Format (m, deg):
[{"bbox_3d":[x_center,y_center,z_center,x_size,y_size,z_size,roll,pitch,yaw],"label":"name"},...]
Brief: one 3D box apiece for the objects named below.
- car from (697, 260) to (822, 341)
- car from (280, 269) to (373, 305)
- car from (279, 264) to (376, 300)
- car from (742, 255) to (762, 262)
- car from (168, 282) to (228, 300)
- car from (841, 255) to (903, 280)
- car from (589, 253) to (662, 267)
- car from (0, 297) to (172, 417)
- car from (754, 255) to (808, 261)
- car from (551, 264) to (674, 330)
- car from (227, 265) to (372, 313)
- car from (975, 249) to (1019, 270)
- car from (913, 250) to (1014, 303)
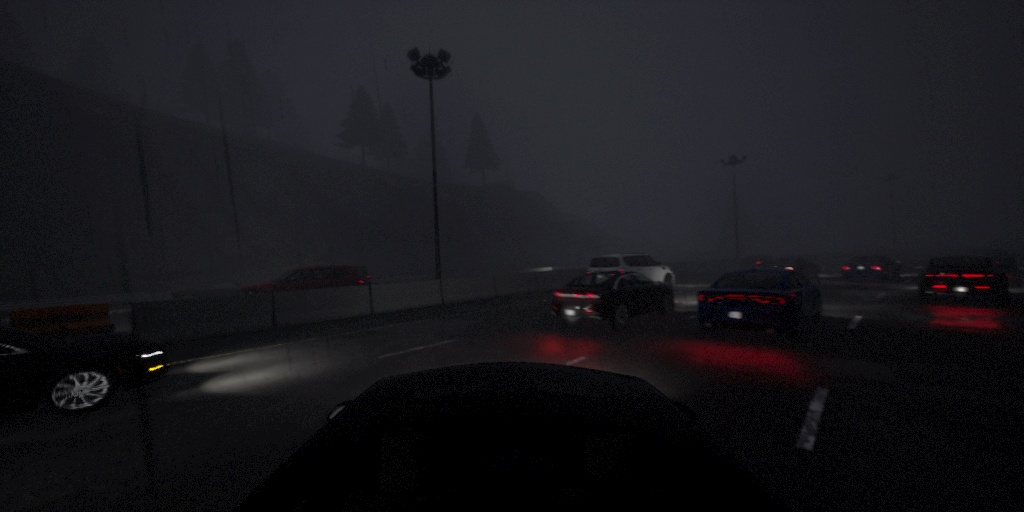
[{"bbox_3d":[6.514,1.035,9.284,5.008,1.535,1.882,-2,-1,-43],"label":"car"},{"bbox_3d":[-11.105,1.757,21.703,4.553,1.767,2.097,-2,-1,-44],"label":"car"},{"bbox_3d":[-12.734,1.727,25.054,5.566,2.045,2.150,-2,-1,-44],"label":"car"},{"bbox_3d":[20.218,0.683,28.814,4.902,1.511,2.128,-2,-1,-34],"label":"car"},{"bbox_3d":[-19.269,2.359,23.444,1.895,1.301,4.718,-3,-1,44],"label":"car"},{"bbox_3d":[21.119,0.624,21.044,5.357,1.411,2.033,-2,-1,-35],"label":"car"},{"bbox_3d":[6.084,0.887,18.269,5.566,2.045,2.150,-2,-1,-41],"label":"car"},{"bbox_3d":[-7.832,1.606,4.639,1.837,1.490,4.892,-3,-1,42],"label":"car"},{"bbox_3d":[18.162,0.768,23.240,5.357,1.411,2.033,-2,-1,-35],"label":"car"},{"bbox_3d":[3.254,1.200,11.012,4.902,1.511,2.128,-2,-1,-44],"label":"car"},{"bbox_3d":[-10.235,1.551,17.719,5.566,2.045,2.150,-2,-1,-45],"label":"car"},{"bbox_3d":[30.057,0.252,22.626,4.674,1.442,1.812,-2,-1,-31],"label":"car"},{"bbox_3d":[15.781,0.717,12.646,4.892,1.490,1.837,-2,-1,-39],"label":"car"}]
